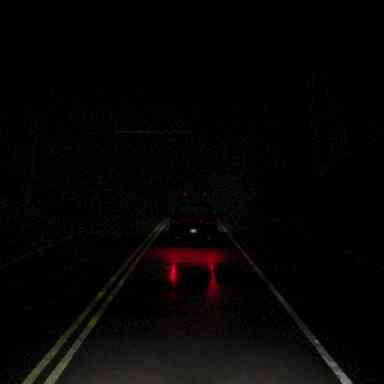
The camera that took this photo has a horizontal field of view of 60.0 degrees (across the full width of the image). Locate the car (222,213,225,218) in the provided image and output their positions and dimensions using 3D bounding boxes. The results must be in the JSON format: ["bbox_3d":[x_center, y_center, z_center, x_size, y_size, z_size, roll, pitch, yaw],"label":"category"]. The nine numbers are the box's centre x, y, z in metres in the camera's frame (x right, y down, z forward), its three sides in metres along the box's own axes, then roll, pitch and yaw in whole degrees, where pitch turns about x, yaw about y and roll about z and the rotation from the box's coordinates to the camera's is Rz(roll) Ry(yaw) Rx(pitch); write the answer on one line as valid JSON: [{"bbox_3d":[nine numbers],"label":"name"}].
[{"bbox_3d":[1.416,1.899,29.301,1.895,1.301,4.718,-4,-12,21],"label":"car"}]

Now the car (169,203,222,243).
[{"bbox_3d":[0.077,1.235,14.666,1.882,1.535,5.008,1,1,0],"label":"car"}]
